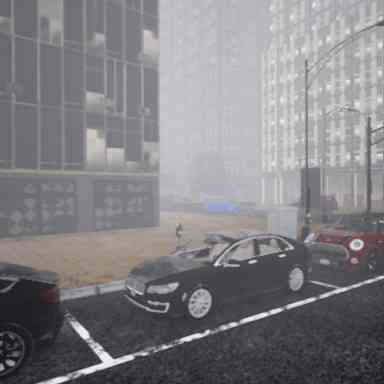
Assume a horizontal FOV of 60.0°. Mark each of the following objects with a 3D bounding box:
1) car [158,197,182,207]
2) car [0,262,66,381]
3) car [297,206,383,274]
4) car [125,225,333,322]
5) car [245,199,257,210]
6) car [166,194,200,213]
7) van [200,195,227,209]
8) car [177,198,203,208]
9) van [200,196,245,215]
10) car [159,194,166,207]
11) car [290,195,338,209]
[{"bbox_3d":[-3.830,1.666,56.665,1.752,1.417,4.829,-1,0,-36],"label":"car"},{"bbox_3d":[-3.758,1.571,3.881,4.313,1.339,1.947,0,0,-35],"label":"car"},{"bbox_3d":[5.276,1.378,10.283,4.097,1.590,1.967,0,0,-35],"label":"car"},{"bbox_3d":[0.759,1.523,7.082,4.403,1.369,2.008,0,0,-35],"label":"car"},{"bbox_3d":[6.362,1.579,42.730,2.008,1.369,4.403,-1,0,-36],"label":"car"},{"bbox_3d":[-0.408,1.381,37.787,2.192,1.841,5.009,-1,0,-36],"label":"car"},{"bbox_3d":[2.996,1.407,47.329,1.690,1.788,3.998,-1,0,-36],"label":"van"},{"bbox_3d":[-0.365,1.668,51.928,1.947,1.339,4.313,-1,0,-36],"label":"car"},{"bbox_3d":[2.955,1.369,33.188,1.690,1.788,3.998,-1,0,-36],"label":"van"},{"bbox_3d":[-3.970,1.347,52.360,2.150,2.045,5.566,0,-1,-36],"label":"car"},{"bbox_3d":[12.505,1.273,34.327,2.192,1.841,5.009,-1,0,-36],"label":"car"}]
